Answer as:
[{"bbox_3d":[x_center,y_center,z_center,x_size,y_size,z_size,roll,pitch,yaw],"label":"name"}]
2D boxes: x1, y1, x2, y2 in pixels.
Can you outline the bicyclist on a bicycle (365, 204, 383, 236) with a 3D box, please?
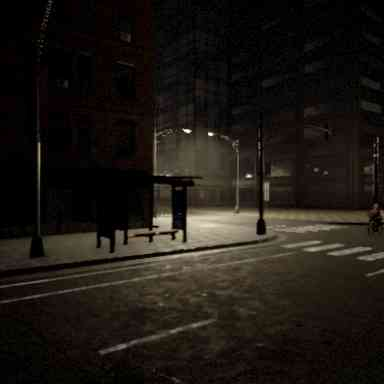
[{"bbox_3d":[9.398,1.424,17.048,1.509,1.612,0.866,0,0,-36],"label":"bicyclist on a bicycle"}]
